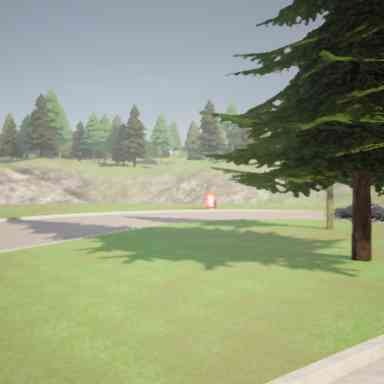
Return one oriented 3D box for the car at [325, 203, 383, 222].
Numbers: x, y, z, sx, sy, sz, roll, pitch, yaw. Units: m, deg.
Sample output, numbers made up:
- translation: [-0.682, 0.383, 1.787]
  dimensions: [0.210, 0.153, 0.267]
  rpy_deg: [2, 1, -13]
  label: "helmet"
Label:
- translation: [13.469, 1.528, 26.332]
  dimensions: [5.357, 1.411, 2.033]
  rpy_deg: [0, 0, 39]
  label: "car"
